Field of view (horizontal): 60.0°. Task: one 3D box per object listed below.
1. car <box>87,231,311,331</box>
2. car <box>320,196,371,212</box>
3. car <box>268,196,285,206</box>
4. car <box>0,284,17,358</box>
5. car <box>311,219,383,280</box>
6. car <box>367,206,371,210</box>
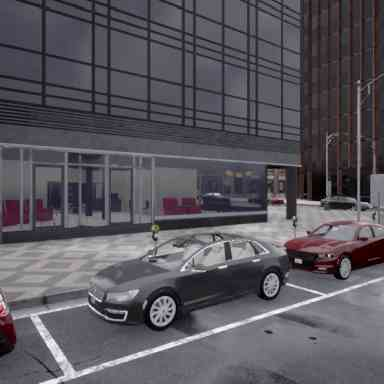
[{"bbox_3d":[0.147,1.551,6.760,4.403,1.369,2.008,0,0,-36],"label":"car"},{"bbox_3d":[15.328,1.173,33.377,1.837,1.490,4.892,0,1,-36],"label":"car"},{"bbox_3d":[9.292,1.067,41.793,1.895,1.301,4.718,0,1,-36],"label":"car"},{"bbox_3d":[-4.293,1.440,3.587,4.097,1.590,1.967,0,0,-36],"label":"car"},{"bbox_3d":[4.586,1.545,9.933,4.507,1.381,1.887,0,0,-36],"label":"car"},{"bbox_3d":[9.026,1.441,13.106,4.097,1.590,1.967,0,0,-36],"label":"car"}]
